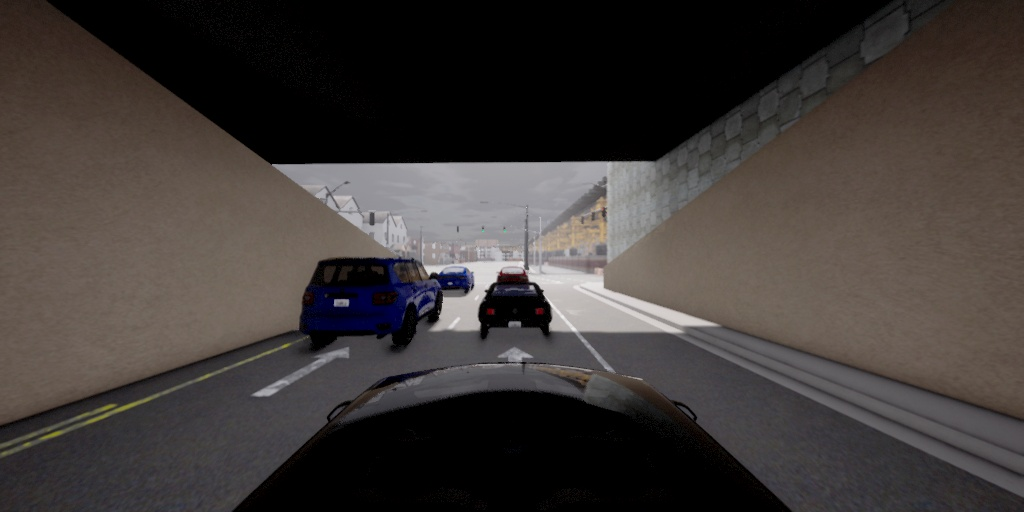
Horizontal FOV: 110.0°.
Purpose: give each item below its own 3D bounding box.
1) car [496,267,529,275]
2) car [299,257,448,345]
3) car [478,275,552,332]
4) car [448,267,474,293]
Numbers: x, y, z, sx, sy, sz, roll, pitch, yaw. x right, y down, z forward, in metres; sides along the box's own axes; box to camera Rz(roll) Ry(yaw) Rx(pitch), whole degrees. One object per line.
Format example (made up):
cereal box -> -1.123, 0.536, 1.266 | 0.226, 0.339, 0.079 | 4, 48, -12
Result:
car -> 0.032, 1.402, 22.242 | 1.882, 1.535, 5.008 | 0, -1, 0
car -> -3.420, 1.043, 9.855 | 2.150, 2.045, 5.566 | 0, 0, 0
car -> 0.075, 1.431, 11.152 | 1.895, 1.301, 4.718 | 0, 0, 0
car -> -3.472, 1.405, 22.569 | 1.882, 1.535, 5.008 | 0, -1, 0
